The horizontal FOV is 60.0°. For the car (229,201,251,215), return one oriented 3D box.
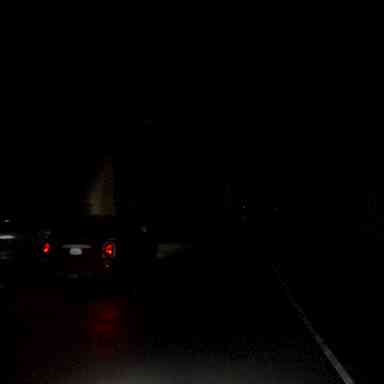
[{"bbox_3d":[5.916,1.817,40.610,2.097,1.767,4.553,0,-1,18],"label":"car"}]

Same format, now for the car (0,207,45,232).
[{"bbox_3d":[-11.111,1.731,21.842,1.812,1.442,4.674,0,-1,14],"label":"car"}]

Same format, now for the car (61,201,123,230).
[{"bbox_3d":[-6.986,1.592,23.774,2.097,1.767,4.553,0,-1,15],"label":"car"}]

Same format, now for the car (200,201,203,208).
[{"bbox_3d":[1.535,2.280,61.374,1.895,1.301,4.718,0,-1,19],"label":"car"}]

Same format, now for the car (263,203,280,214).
[{"bbox_3d":[10.038,2.041,41.980,2.033,1.411,5.357,0,-1,18],"label":"car"}]

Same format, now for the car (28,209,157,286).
[{"bbox_3d":[-2.487,1.455,9.985,2.097,1.767,4.553,0,-1,7],"label":"car"}]
